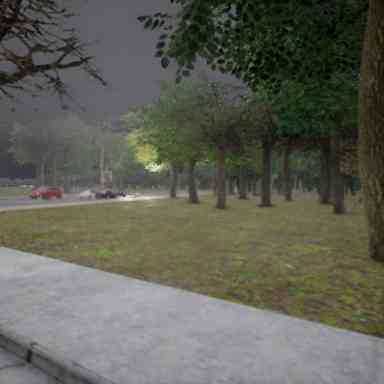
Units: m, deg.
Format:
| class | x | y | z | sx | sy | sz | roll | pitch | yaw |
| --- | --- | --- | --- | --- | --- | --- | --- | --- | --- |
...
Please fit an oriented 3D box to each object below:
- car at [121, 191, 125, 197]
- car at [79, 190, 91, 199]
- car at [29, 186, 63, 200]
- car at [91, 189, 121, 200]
| class | x | y | z | sx | sy | sz | roll | pitch | yaw |
| --- | --- | --- | --- | --- | --- | --- | --- | --- | --- |
| car | -14.831 | 0.187 | 65.168 | 2.097 | 1.767 | 4.553 | 1 | 1 | 13 |
| car | -17.038 | 0.453 | 55.404 | 1.812 | 1.442 | 4.674 | 1 | 1 | 13 |
| car | -21.707 | 0.151 | 49.750 | 2.150 | 2.045 | 5.566 | 1 | 1 | 13 |
| car | -13.953 | 0.466 | 54.311 | 1.882 | 1.535 | 5.008 | 1 | 1 | 13 |
